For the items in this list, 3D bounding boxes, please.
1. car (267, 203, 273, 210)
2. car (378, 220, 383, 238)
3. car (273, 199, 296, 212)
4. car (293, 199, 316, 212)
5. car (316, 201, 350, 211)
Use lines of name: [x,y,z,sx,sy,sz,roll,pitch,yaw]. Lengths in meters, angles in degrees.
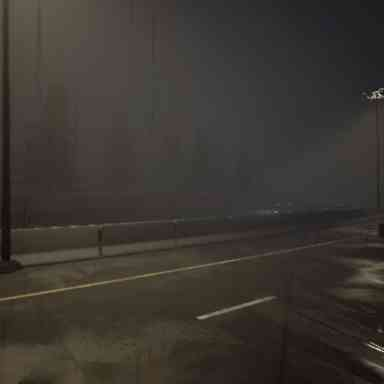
car: [12.935,2.022,49.737,1.895,1.301,4.718,-1,-1,40]
car: [11.401,1.662,17.380,4.181,1.385,1.994,0,-1,-43]
car: [13.259,1.720,44.729,2.097,1.767,4.553,-1,-1,41]
car: [14.596,1.881,40.915,1.994,1.385,4.181,-1,-1,42]
car: [16.325,1.762,37.601,2.128,1.511,4.902,-1,-1,42]
